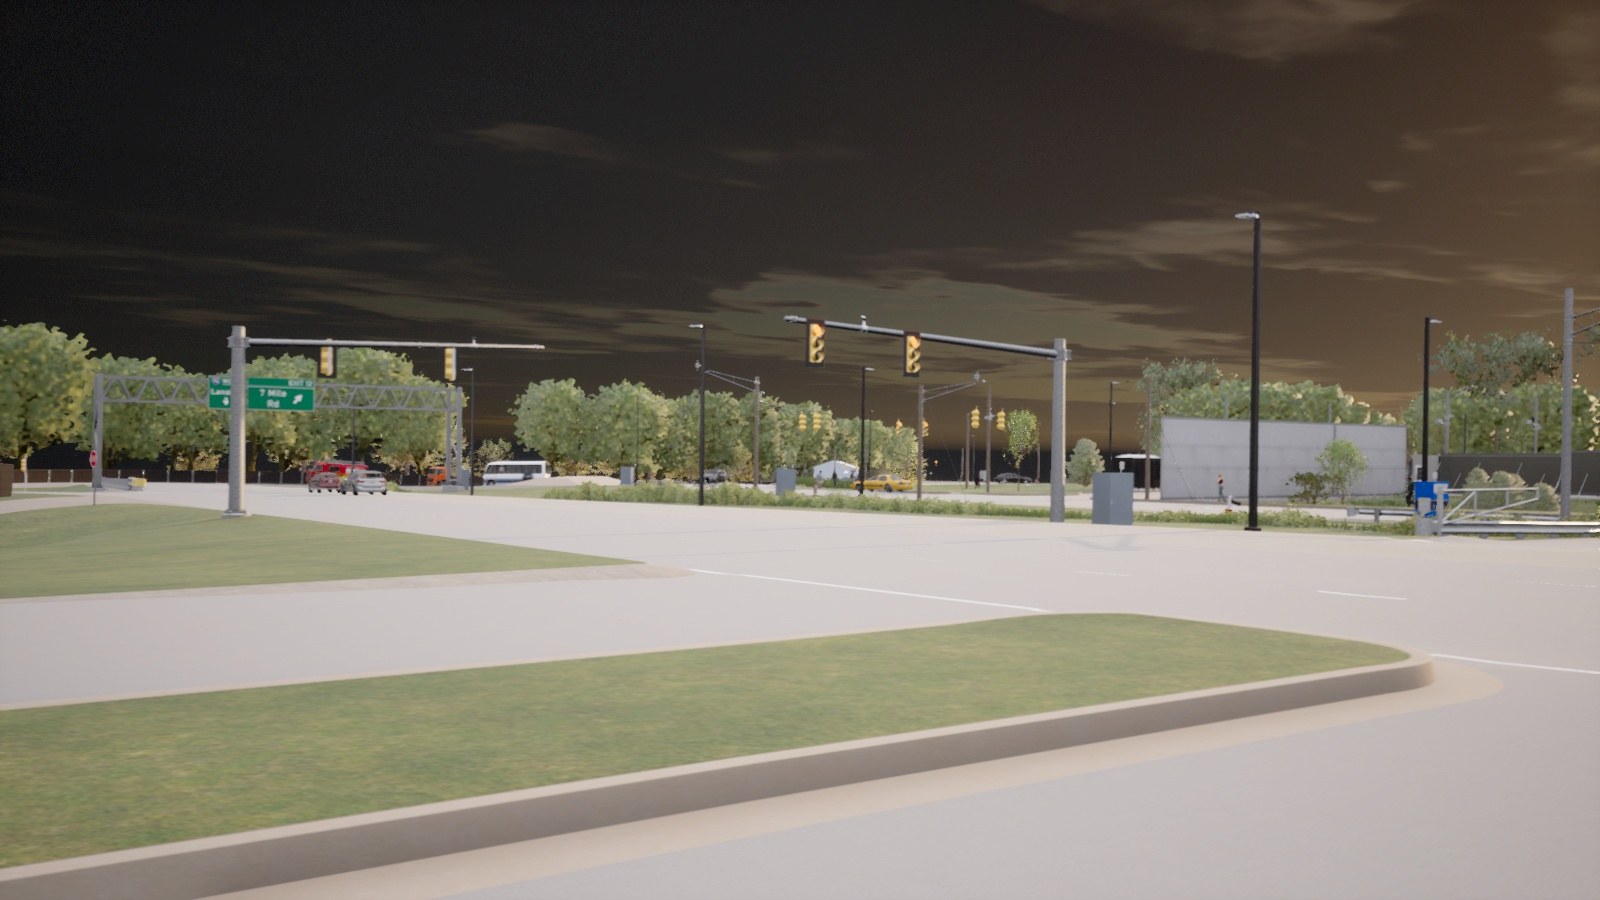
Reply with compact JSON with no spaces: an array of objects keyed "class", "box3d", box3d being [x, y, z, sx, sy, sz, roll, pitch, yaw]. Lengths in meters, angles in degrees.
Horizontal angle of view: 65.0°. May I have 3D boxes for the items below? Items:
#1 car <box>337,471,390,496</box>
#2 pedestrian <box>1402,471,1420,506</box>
[{"class":"car","box3d":[-29.774,2.281,85.563,2.242,1.667,4.611,0,-1,-34]},{"class":"pedestrian","box3d":[34.195,2.159,70.285,0.423,1.949,0.788,0,0,-34]}]
